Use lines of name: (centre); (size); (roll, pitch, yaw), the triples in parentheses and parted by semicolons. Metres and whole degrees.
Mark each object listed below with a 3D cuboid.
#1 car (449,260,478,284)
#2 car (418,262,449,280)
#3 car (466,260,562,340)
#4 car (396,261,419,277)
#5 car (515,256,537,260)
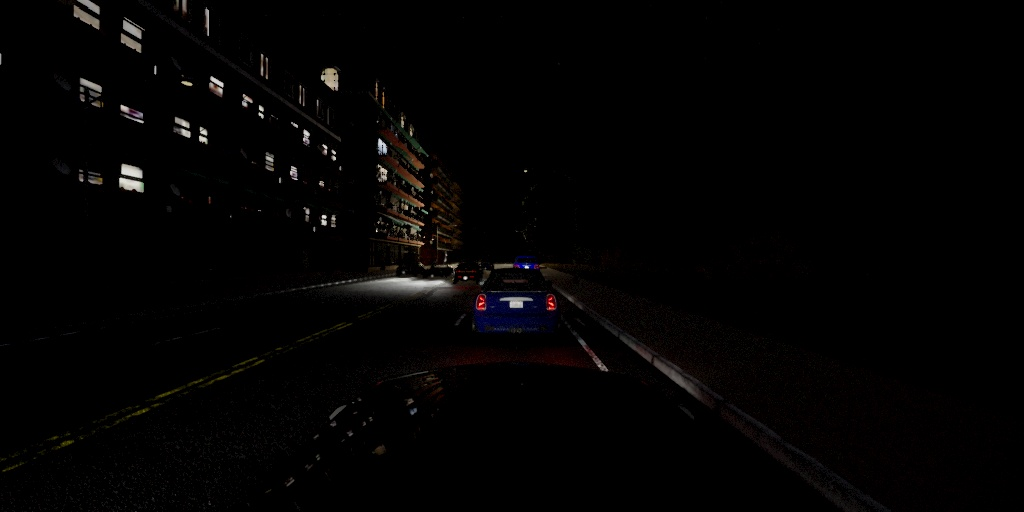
car: (-3.150, 1.256, 26.692); (1.837, 1.490, 4.892); (0, -1, 0)
car: (-6.599, 1.354, 31.897); (1.895, 1.301, 4.718); (0, 0, 0)
car: (0.098, 1.103, 10.112); (2.097, 1.767, 4.553); (0, 0, 0)
car: (-9.849, 1.245, 35.020); (2.128, 1.511, 4.902); (0, 0, 0)
car: (1.139, 0.979, 30.065); (2.150, 2.045, 5.566); (0, 0, 0)
